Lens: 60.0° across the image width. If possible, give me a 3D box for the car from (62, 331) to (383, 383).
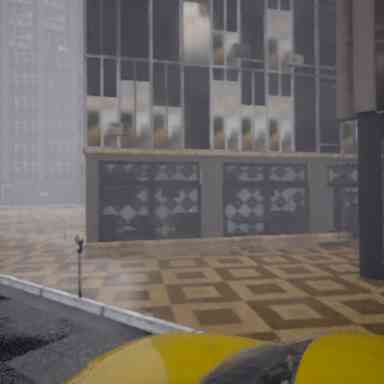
[{"bbox_3d":[1.046,1.526,1.982,4.829,1.417,1.752,0,-1,35],"label":"car"}]
